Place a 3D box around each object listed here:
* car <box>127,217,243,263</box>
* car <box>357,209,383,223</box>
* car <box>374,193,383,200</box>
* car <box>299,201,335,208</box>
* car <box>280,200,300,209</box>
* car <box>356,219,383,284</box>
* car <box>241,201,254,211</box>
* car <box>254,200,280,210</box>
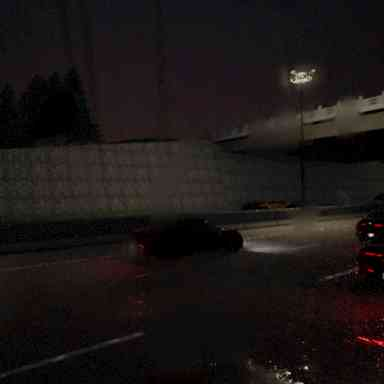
[{"bbox_3d":[-0.136,1.666,12.549,4.674,1.442,1.812,0,-1,-37],"label":"car"},{"bbox_3d":[9.479,1.554,15.501,4.892,1.490,1.837,0,-1,-38],"label":"car"},{"bbox_3d":[40.862,1.164,70.783,5.566,2.045,2.150,0,-1,-38],"label":"car"},{"bbox_3d":[14.515,1.817,37.297,4.718,1.301,1.895,0,-1,-38],"label":"car"},{"bbox_3d":[13.187,1.832,40.689,4.181,1.385,1.994,0,-1,-38],"label":"car"},{"bbox_3d":[6.110,1.525,8.509,4.892,1.490,1.837,-1,0,-37],"label":"car"},{"bbox_3d":[8.802,1.946,46.144,4.181,1.385,1.994,0,-1,-38],"label":"car"},{"bbox_3d":[10.881,1.804,43.332,5.008,1.535,1.882,0,-1,-38],"label":"car"}]
